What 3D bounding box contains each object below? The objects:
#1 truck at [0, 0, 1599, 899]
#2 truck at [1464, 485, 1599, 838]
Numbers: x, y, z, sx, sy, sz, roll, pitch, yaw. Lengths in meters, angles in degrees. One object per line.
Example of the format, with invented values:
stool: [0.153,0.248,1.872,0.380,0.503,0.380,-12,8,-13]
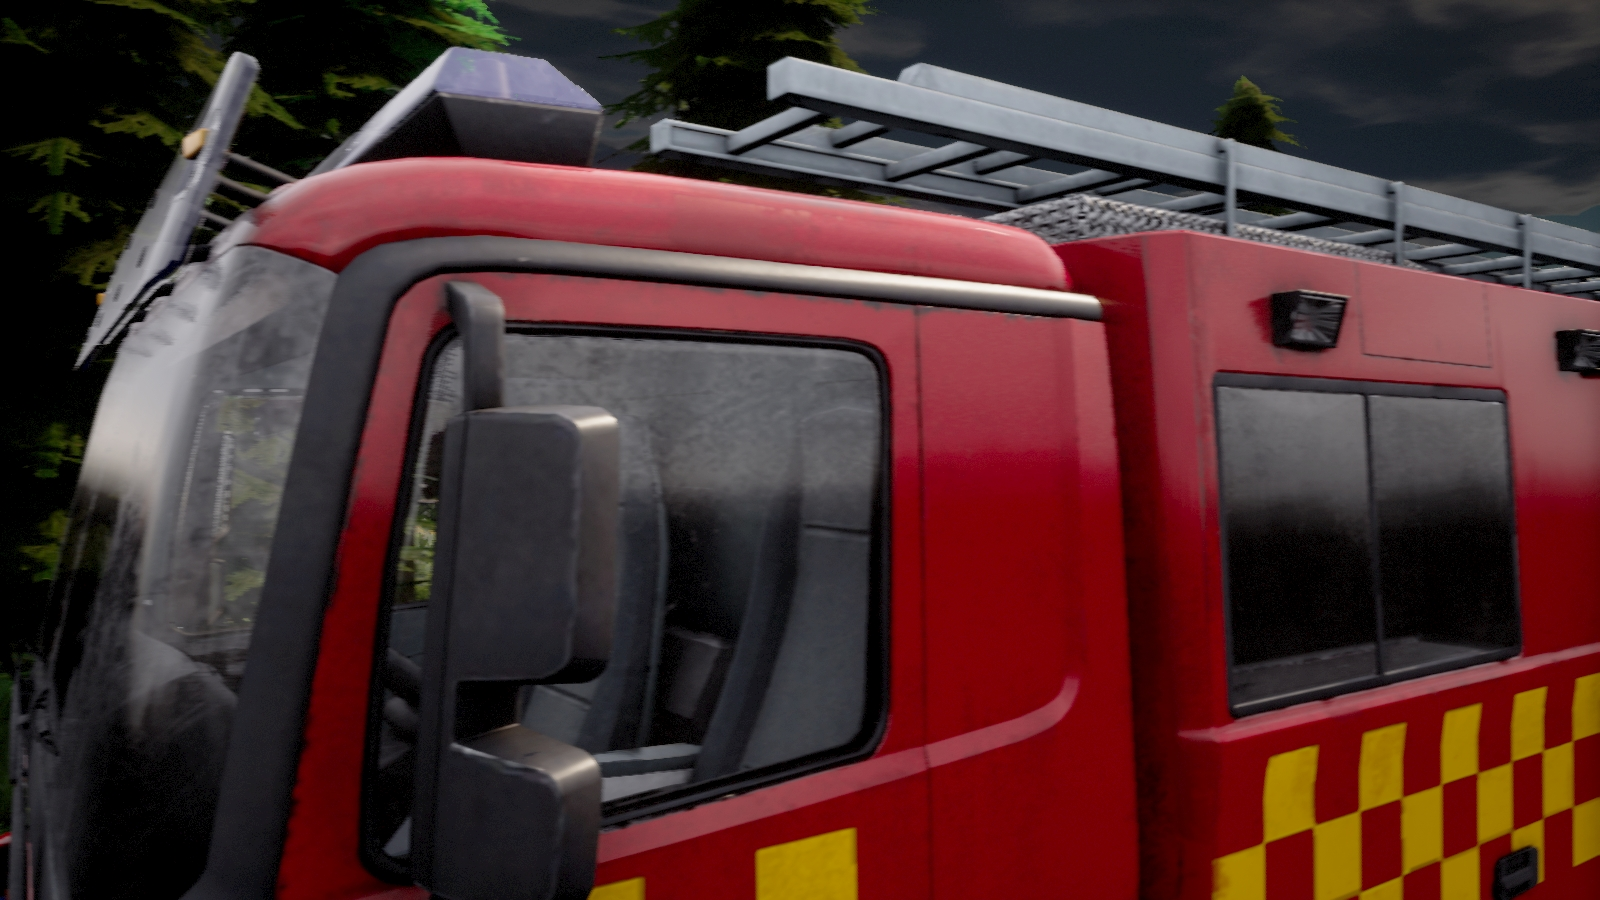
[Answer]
truck: [1.650,0.862,4.918,8.468,3.827,2.891,0,0,-35]
truck: [8.100,1.545,9.308,5.204,2.467,2.627,0,0,-34]
